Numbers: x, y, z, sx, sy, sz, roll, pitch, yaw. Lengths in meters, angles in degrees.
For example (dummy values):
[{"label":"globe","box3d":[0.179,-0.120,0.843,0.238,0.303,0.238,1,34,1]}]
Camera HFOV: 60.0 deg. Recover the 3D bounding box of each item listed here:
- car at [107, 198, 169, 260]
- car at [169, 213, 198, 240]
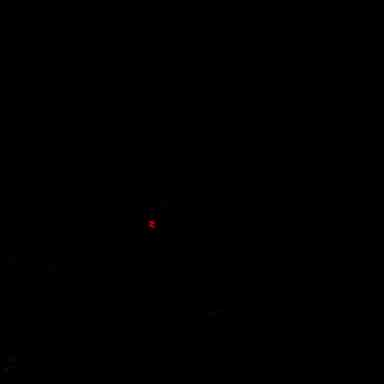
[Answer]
[{"label":"car","box3d":[-3.723,1.217,9.940,5.566,2.045,2.150,0,0,-36]},{"label":"car","box3d":[-2.288,1.530,15.273,5.357,1.411,2.033,0,0,-36]}]
